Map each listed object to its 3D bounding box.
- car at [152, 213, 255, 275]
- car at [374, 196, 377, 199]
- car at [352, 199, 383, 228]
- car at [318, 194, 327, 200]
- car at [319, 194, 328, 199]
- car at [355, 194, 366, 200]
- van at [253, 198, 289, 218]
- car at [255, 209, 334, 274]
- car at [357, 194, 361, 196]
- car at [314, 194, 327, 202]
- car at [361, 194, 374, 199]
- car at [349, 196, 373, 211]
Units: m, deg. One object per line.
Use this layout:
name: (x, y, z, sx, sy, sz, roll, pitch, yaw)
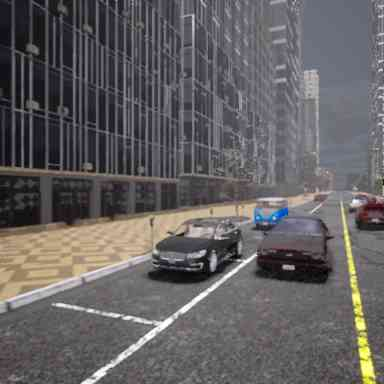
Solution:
car: (0.377, 1.508, 10.371, 2.008, 1.369, 4.403, 0, 0, 24)
car: (19.593, 1.310, 32.973, 1.967, 1.590, 4.097, 0, 0, 24)
car: (11.455, 1.448, 21.139, 1.812, 1.442, 4.674, 0, 1, 24)
car: (32.746, 1.126, 83.199, 1.887, 1.381, 4.507, 0, 0, 24)
car: (35.057, 1.114, 88.401, 1.947, 1.339, 4.313, 0, 0, 24)
car: (40.400, 1.175, 79.788, 1.947, 1.339, 4.313, 0, 0, 24)
van: (5.001, 1.257, 20.774, 1.690, 1.788, 3.998, 0, 0, 24)
car: (3.529, 1.507, 10.843, 2.033, 1.411, 5.357, 0, 0, 24)
car: (35.777, 1.239, 69.385, 1.947, 1.339, 4.313, 0, 0, 24)
car: (25.809, 1.221, 67.593, 1.887, 1.381, 4.507, 0, 0, 24)
car: (28.841, 1.309, 53.780, 1.887, 1.381, 4.507, 0, 0, 24)
car: (18.216, 1.451, 36.322, 1.895, 1.301, 4.718, 0, 0, 24)
